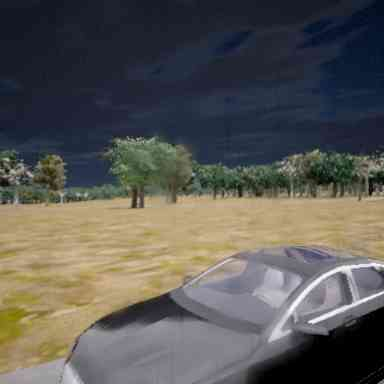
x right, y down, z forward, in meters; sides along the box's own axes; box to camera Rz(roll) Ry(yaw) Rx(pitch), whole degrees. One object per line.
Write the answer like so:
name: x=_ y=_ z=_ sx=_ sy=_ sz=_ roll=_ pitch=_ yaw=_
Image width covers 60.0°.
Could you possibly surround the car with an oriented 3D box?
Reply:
car: x=1.067 y=1.482 z=3.951 sx=4.902 sy=1.511 sz=2.128 roll=0 pitch=0 yaw=-34
